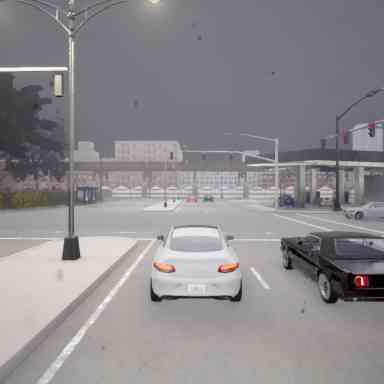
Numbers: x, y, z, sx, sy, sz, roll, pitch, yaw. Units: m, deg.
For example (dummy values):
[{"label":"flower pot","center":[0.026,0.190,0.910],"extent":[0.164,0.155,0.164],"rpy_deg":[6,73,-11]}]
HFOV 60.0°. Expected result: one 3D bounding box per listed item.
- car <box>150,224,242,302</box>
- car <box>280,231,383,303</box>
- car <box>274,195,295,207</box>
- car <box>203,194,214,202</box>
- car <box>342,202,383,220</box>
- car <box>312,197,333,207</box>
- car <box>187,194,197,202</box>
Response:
[{"label":"car","center":[0.085,1.517,8.133],"extent":[1.812,1.442,4.674],"rpy_deg":[0,0,0]},{"label":"car","center":[3.590,1.599,8.116],"extent":[1.895,1.301,4.718],"rpy_deg":[0,0,0]},{"label":"car","center":[13.229,1.262,47.671],"extent":[2.242,1.667,4.611],"rpy_deg":[0,0,0]},{"label":"car","center":[3.526,1.257,72.319],"extent":[2.097,1.767,4.553],"rpy_deg":[0,0,0]},{"label":"car","center":[14.898,1.523,27.487],"extent":[4.674,1.442,1.812],"rpy_deg":[0,0,-1]},{"label":"car","center":[18.973,1.434,48.432],"extent":[1.970,1.475,3.806],"rpy_deg":[0,0,0]},{"label":"car","center":[0.026,1.250,72.320],"extent":[2.097,1.767,4.553],"rpy_deg":[0,0,0]}]
